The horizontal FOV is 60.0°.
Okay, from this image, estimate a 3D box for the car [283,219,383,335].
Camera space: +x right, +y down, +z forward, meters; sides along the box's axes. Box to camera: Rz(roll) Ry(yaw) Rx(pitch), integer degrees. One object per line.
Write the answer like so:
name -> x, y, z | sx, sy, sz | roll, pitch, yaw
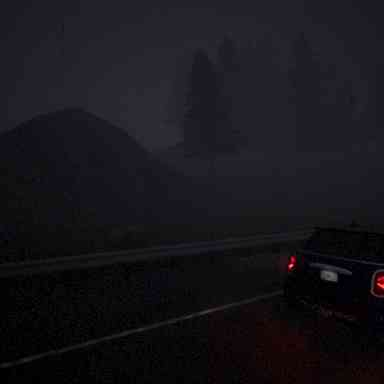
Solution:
car -> 3.907, 1.338, 6.460 | 4.553, 1.767, 2.097 | 0, 0, -35
